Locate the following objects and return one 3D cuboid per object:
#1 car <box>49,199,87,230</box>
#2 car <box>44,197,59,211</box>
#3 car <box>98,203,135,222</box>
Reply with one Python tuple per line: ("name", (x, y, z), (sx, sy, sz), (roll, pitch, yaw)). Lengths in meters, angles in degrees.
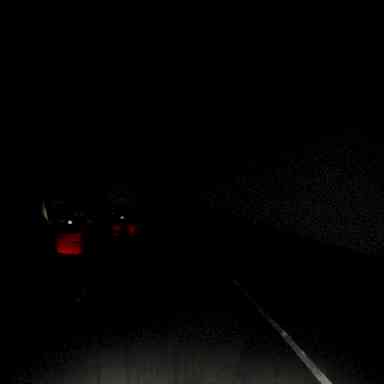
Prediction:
("car", (-7.592, 1.429, 20.578), (1.837, 1.490, 4.892), (0, 0, -21))
("car", (-16.680, 1.363, 38.945), (5.008, 1.535, 1.882), (0, 1, 42))
("car", (-5.794, 1.477, 25.034), (1.895, 1.301, 4.718), (-1, 0, -25))
